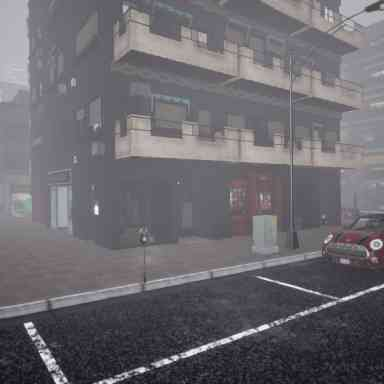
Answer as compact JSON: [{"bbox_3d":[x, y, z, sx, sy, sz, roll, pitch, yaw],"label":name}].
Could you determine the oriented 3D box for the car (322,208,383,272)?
[{"bbox_3d":[5.938,1.437,10.582,4.097,1.590,1.967,0,-1,-36],"label":"car"}]

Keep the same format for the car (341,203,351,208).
[{"bbox_3d":[12.976,1.589,30.285,1.994,1.385,4.181,-1,1,-36],"label":"car"}]
